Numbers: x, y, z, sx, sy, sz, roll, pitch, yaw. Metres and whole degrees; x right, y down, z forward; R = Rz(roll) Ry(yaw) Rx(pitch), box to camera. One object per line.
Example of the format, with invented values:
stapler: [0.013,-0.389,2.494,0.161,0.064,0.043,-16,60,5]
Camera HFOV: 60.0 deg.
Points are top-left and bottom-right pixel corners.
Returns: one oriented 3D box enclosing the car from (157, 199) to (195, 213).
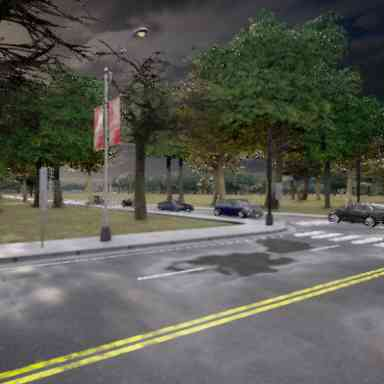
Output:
car: [-1.906,1.513,36.943,2.033,1.411,5.357,0,0,-35]

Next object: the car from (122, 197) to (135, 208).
car: [-7.948,1.448,45.444,2.128,1.511,4.902,0,0,-35]

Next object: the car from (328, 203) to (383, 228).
car: [11.419,1.503,22.396,1.837,1.490,4.892,2,-1,-22]

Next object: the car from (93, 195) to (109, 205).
car: [-15.693,1.302,56.442,2.097,1.767,4.553,0,0,-35]

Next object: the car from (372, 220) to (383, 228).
car: [6.879,1.491,8.350,4.902,1.511,2.128,0,0,-36]

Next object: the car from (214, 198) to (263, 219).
car: [3.978,1.331,28.673,2.097,1.767,4.553,0,0,-35]
